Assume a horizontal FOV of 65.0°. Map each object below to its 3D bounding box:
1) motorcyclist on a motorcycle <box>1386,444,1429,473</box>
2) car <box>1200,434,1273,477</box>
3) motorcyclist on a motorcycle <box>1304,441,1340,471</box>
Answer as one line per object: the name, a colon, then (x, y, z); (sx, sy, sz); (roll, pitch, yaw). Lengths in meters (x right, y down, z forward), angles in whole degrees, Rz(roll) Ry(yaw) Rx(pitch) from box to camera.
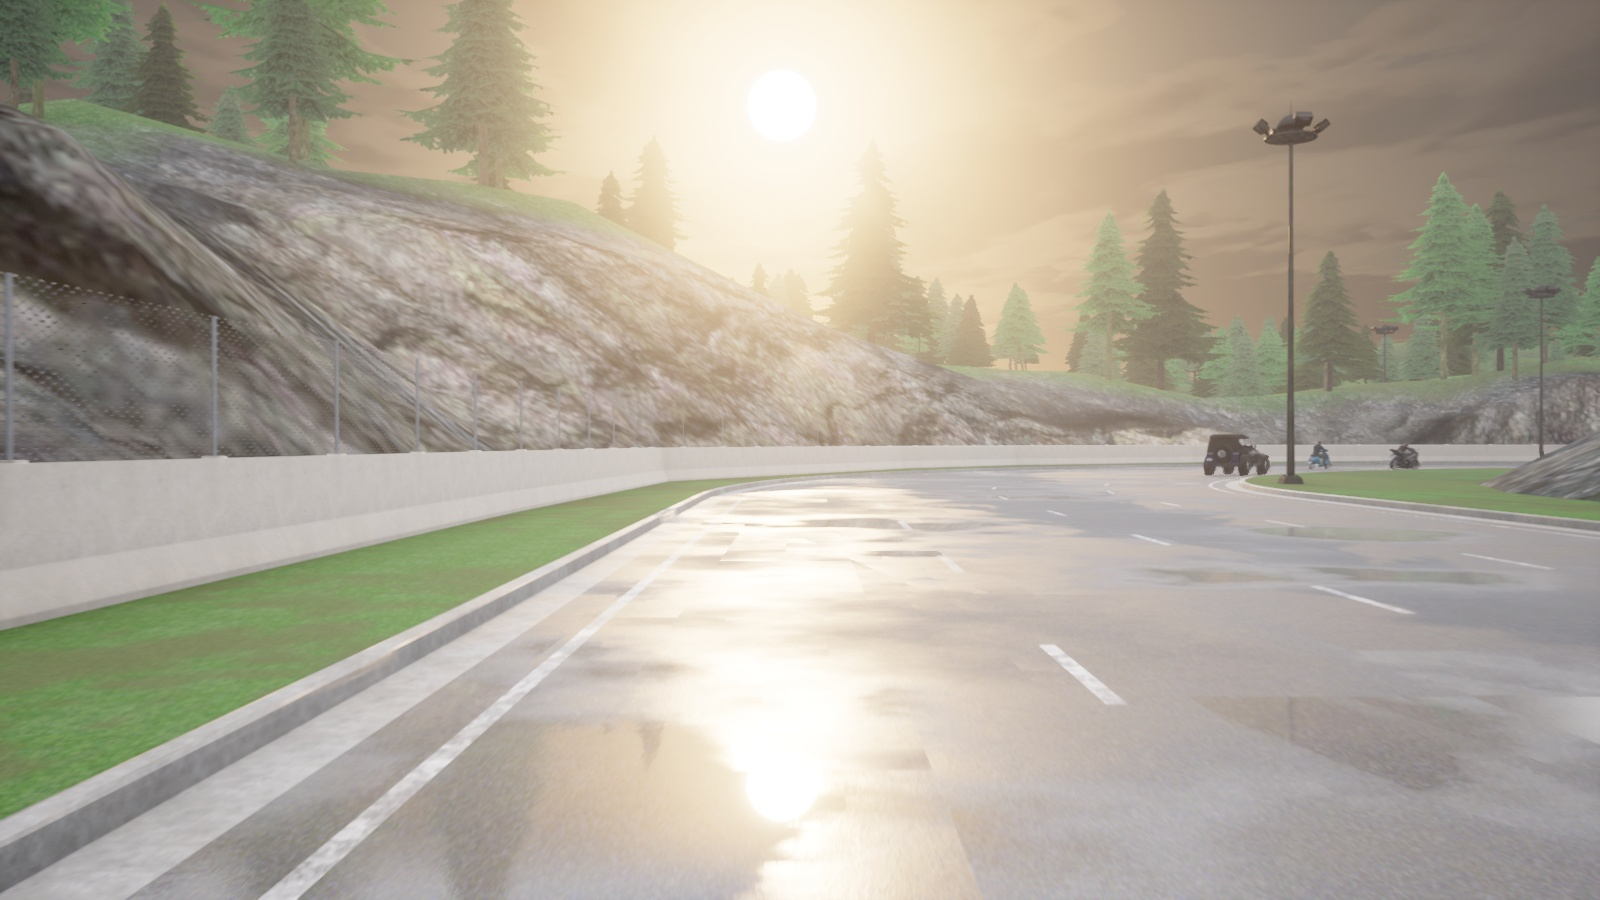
motorcyclist on a motorcycle: (32.271, 0.431, 66.685); (2.191, 1.530, 0.866); (0, 1, -26)
car: (19.847, 0.237, 56.992); (1.905, 1.878, 3.866); (0, 0, 40)
motorcyclist on a motorcycle: (28.486, 0.337, 68.515); (1.817, 1.590, 0.866); (0, 2, -30)
